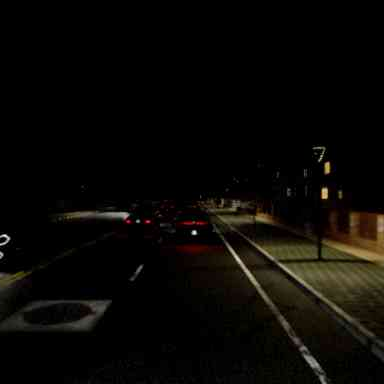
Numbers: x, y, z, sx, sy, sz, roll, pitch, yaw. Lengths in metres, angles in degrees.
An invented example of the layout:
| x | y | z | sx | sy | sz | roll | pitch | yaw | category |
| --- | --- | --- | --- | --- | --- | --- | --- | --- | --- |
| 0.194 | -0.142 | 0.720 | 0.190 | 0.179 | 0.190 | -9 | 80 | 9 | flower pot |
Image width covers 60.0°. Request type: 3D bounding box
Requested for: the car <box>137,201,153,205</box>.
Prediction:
| x | y | z | sx | sy | sz | roll | pitch | yaw | category |
| --- | --- | --- | --- | --- | --- | --- | --- | --- | --- |
| -6.525 | 2.049 | 46.423 | 2.128 | 1.511 | 4.902 | 0 | -1 | 0 | car |

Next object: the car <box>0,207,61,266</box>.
| x | y | z | sx | sy | sz | roll | pitch | yaw | category |
| --- | --- | --- | --- | --- | --- | --- | --- | --- | --- |
| -6.577 | 1.493 | 12.095 | 2.097 | 1.767 | 4.553 | 0 | -1 | 0 | car |

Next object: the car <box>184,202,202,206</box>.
| x | y | z | sx | sy | sz | roll | pitch | yaw | category |
| --- | --- | --- | --- | --- | --- | --- | --- | --- | --- |
| 0.142 | 2.005 | 42.008 | 1.837 | 1.490 | 4.892 | 0 | -2 | 0 | car |

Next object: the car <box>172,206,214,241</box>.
| x | y | z | sx | sy | sz | roll | pitch | yaw | category |
| --- | --- | --- | --- | --- | --- | --- | --- | --- | --- |
| 0.116 | 1.717 | 18.005 | 1.837 | 1.490 | 4.892 | 0 | -1 | 0 | car |

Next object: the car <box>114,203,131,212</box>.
| x | y | z | sx | sy | sz | roll | pitch | yaw | category |
| --- | --- | --- | --- | --- | --- | --- | --- | --- | --- |
| -9.765 | 2.171 | 47.753 | 1.895 | 1.301 | 4.718 | 0 | -1 | 0 | car |

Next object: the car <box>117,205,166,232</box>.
| x | y | z | sx | sy | sz | roll | pitch | yaw | category |
| --- | --- | --- | --- | --- | --- | --- | --- | --- | --- |
| -3.170 | 1.809 | 22.066 | 2.033 | 1.411 | 5.357 | 0 | -1 | 0 | car |

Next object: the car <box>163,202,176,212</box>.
| x | y | z | sx | sy | sz | roll | pitch | yaw | category |
| --- | --- | --- | --- | --- | --- | --- | --- | --- | --- |
| -3.117 | 2.051 | 43.684 | 1.812 | 1.442 | 4.674 | 0 | -1 | 0 | car |
